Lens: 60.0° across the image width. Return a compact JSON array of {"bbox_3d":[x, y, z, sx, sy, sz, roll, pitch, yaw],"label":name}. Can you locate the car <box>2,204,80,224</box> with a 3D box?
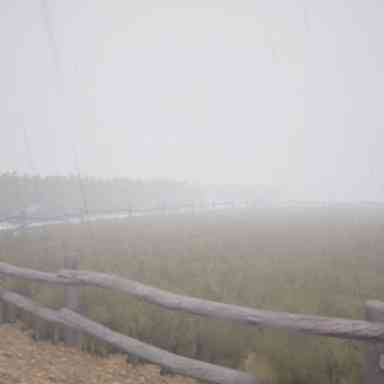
[{"bbox_3d":[-10.897,1.602,24.379,2.033,1.411,5.357,0,0,35],"label":"car"}]

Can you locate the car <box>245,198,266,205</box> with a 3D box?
[{"bbox_3d":[9.228,1.539,47.099,2.128,1.511,4.902,0,0,36],"label":"car"}]

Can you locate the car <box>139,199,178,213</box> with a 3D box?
[{"bbox_3d":[-3.427,1.547,34.875,2.128,1.511,4.902,0,0,36],"label":"car"}]
